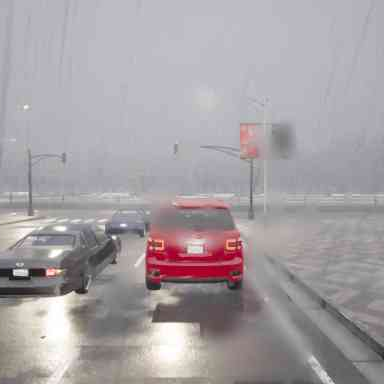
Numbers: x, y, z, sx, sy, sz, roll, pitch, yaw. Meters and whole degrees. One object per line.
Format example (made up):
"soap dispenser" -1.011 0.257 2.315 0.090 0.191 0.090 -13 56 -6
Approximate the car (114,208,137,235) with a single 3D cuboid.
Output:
"car" -3.279 1.554 17.866 1.994 1.385 4.181 0 0 0

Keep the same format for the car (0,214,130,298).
"car" -3.204 1.542 8.683 2.033 1.411 5.357 0 0 -1

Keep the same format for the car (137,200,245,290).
"car" 0.038 1.216 9.176 2.150 2.045 5.566 0 0 -1

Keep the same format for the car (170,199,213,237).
"car" -0.037 1.341 18.766 2.097 1.767 4.553 0 0 0
